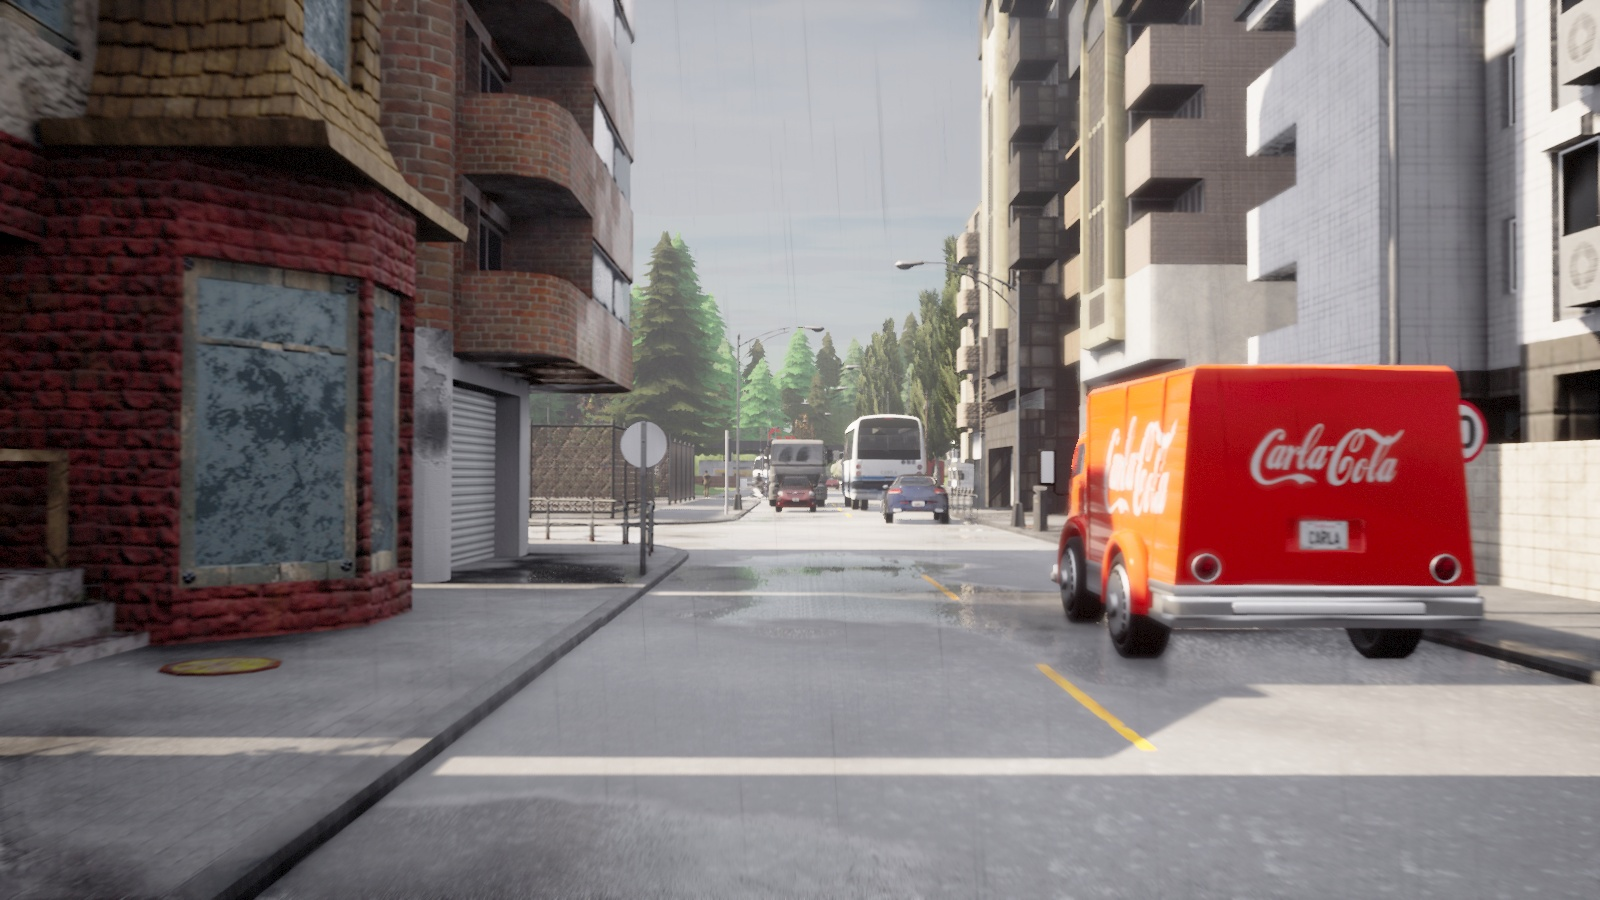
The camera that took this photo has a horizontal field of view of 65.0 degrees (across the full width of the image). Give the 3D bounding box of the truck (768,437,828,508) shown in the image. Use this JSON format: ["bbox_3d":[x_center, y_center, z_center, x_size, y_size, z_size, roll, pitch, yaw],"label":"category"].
[{"bbox_3d":[-0.176,1.151,65.072,2.891,3.462,7.936,0,-1,-2],"label":"truck"}]

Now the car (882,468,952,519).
[{"bbox_3d":[3.947,1.456,43.242,2.152,1.651,5.027,0,-1,2],"label":"car"}]

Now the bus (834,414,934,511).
[{"bbox_3d":[3.825,0.644,60.241,3.944,4.253,10.273,0,-1,-1],"label":"bus"}]

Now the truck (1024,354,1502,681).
[{"bbox_3d":[3.980,0.563,12.137,2.627,2.467,5.204,0,-1,-1],"label":"truck"}]

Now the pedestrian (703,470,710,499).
[{"bbox_3d":[-6.184,2.281,83.390,0.396,1.930,0.692,0,-1,1],"label":"pedestrian"}]

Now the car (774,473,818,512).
[{"bbox_3d":[-0.156,1.820,54.559,1.851,1.617,3.988,0,-1,0],"label":"car"}]
